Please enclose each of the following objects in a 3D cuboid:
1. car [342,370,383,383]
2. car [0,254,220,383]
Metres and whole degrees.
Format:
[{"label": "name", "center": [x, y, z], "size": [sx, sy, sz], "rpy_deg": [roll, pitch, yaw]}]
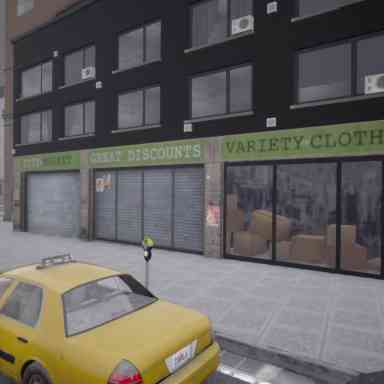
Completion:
[{"label": "car", "center": [2.712, 1.551, 1.160], "size": [4.403, 1.369, 2.008], "rpy_deg": [0, 1, 35]}, {"label": "car", "center": [-1.980, 1.524, 4.494], "size": [4.829, 1.417, 1.752], "rpy_deg": [0, 1, 35]}]
